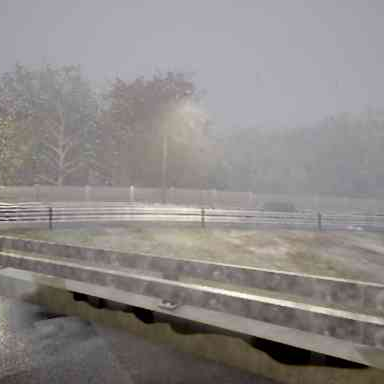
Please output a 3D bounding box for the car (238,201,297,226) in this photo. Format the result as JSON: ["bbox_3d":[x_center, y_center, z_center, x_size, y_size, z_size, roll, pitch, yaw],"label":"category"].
[{"bbox_3d":[7.047,1.881,30.946,5.566,2.045,2.150,2,-1,-18],"label":"car"}]

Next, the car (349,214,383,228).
[{"bbox_3d":[19.047,3.055,34.885,5.357,1.411,2.033,3,-1,-18],"label":"car"}]
